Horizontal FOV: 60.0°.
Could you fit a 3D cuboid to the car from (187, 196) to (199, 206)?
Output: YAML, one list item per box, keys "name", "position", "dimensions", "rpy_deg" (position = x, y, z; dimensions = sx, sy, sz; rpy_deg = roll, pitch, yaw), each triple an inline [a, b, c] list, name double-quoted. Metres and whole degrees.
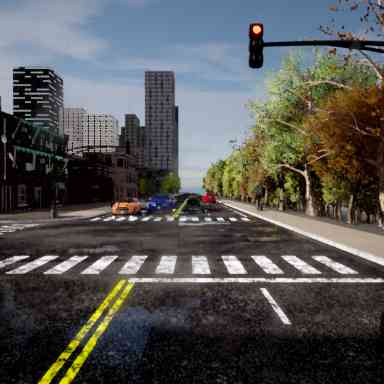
- name: "car"
  position: [0.204, 1.458, 53.463]
  dimensions: [1.882, 1.535, 5.008]
  rpy_deg: [0, 0, 0]

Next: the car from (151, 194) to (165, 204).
- name: "car"
  position: [-6.432, 1.328, 62.762]
  dimensions: [2.097, 1.767, 4.553]
  rpy_deg: [0, 0, 1]

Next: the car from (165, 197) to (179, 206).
- name: "car"
  position: [-3.228, 1.581, 54.899]
  dimensions: [1.895, 1.301, 4.718]
  rpy_deg: [0, 0, 0]

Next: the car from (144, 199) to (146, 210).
- name: "car"
  position: [-6.501, 1.586, 42.703]
  dimensions: [1.895, 1.301, 4.718]
  rpy_deg: [0, 0, 0]

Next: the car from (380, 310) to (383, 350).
- name: "car"
  position: [3.356, 1.491, 2.379]
  dimensions: [2.128, 1.511, 4.902]
  rpy_deg: [0, 0, 0]

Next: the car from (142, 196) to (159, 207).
- name: "car"
  position: [-6.483, 1.473, 52.707]
  dimensions: [2.128, 1.511, 4.902]
  rpy_deg: [0, 0, 0]

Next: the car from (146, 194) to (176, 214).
- name: "car"
  position: [-3.269, 1.210, 35.866]
  dimensions: [2.150, 2.045, 5.566]
  rpy_deg: [0, 0, 0]

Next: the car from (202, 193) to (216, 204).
- name: "car"
  position: [3.474, 1.197, 65.326]
  dimensions: [2.150, 2.045, 5.566]
  rpy_deg: [0, 0, 1]

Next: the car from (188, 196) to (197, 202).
- name: "car"
  position: [0.148, 1.565, 75.216]
  dimensions: [1.895, 1.301, 4.718]
  rpy_deg: [0, 0, 0]

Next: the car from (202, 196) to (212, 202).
- name: "car"
  position: [3.400, 1.522, 75.910]
  dimensions: [1.994, 1.385, 4.181]
  rpy_deg: [0, 0, 0]

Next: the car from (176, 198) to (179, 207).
- name: "car"
  position: [-3.241, 1.336, 45.558]
  dimensions: [2.097, 1.767, 4.553]
  rpy_deg: [0, 0, 0]

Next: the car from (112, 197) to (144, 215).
- name: "car"
  position: [-6.557, 1.342, 33.717]
  dimensions: [2.097, 1.767, 4.553]
  rpy_deg: [0, 0, 1]
